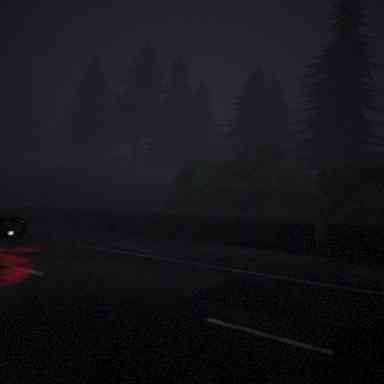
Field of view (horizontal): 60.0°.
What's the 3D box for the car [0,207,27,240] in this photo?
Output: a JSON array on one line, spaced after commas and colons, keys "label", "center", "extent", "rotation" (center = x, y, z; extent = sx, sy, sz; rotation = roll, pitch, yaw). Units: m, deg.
[{"label": "car", "center": [-9.362, 1.407, 14.992], "extent": [4.892, 1.490, 1.837], "rotation": [0, 0, 36]}]
